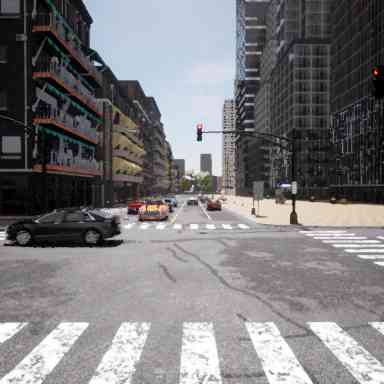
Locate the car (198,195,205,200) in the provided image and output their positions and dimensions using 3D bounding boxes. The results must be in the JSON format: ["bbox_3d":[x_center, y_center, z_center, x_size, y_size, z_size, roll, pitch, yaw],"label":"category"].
[{"bbox_3d":[2.706,1.535,92.119,1.752,1.417,4.829,-1,0,0],"label":"car"}]

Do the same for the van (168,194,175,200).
[{"bbox_3d":[-5.644,1.351,91.896,1.690,1.788,3.998,-1,0,0],"label":"van"}]

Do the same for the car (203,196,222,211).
[{"bbox_3d":[2.673,1.540,41.108,1.887,1.381,4.507,-1,0,0],"label":"car"}]

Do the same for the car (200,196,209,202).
[{"bbox_3d":[2.696,1.548,75.002,1.887,1.381,4.507,-1,0,0],"label":"car"}]

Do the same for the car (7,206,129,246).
[{"bbox_3d":[-5.558,1.487,14.743,4.892,1.490,1.837,0,1,0],"label":"car"}]

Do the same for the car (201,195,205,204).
[{"bbox_3d":[2.688,1.551,63.704,2.008,1.369,4.403,-1,0,0],"label":"car"}]

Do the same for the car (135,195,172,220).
[{"bbox_3d":[-3.081,1.348,27.662,2.097,1.767,4.553,0,0,0],"label":"car"}]

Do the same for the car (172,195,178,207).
[{"bbox_3d":[-3.061,1.544,48.934,2.033,1.411,5.357,0,0,0],"label":"car"}]

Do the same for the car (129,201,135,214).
[{"bbox_3d":[-5.677,1.540,35.407,1.887,1.381,4.507,-1,0,0],"label":"car"}]

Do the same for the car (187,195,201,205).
[{"bbox_3d":[0.147,1.600,60.049,1.895,1.301,4.718,0,0,0],"label":"car"}]

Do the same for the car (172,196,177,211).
[{"bbox_3d":[-3.072,1.501,37.659,1.837,1.490,4.892,0,0,0],"label":"car"}]
